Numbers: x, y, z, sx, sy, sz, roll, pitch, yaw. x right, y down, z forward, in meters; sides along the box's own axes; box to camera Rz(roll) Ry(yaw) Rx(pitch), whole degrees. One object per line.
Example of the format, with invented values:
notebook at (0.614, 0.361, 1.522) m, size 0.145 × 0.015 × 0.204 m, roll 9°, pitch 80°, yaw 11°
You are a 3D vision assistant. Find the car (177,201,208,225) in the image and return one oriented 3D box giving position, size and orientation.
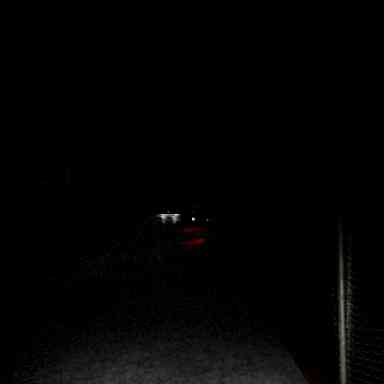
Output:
car at (0.112, 1.628, 25.150) m, size 1.837 × 1.490 × 4.892 m, roll 0°, pitch -1°, yaw 0°

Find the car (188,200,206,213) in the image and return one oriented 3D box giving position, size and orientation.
car at (0.694, 1.863, 42.974) m, size 2.128 × 1.511 × 4.902 m, roll 0°, pitch -1°, yaw 3°

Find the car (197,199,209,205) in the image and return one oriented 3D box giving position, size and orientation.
car at (2.755, 2.486, 79.967) m, size 2.033 × 1.411 × 5.357 m, roll 0°, pitch -2°, yaw 12°

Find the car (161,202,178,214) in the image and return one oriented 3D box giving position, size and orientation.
car at (-2.472, 1.854, 39.355) m, size 2.033 × 1.411 × 5.357 m, roll 0°, pitch -1°, yaw 3°
